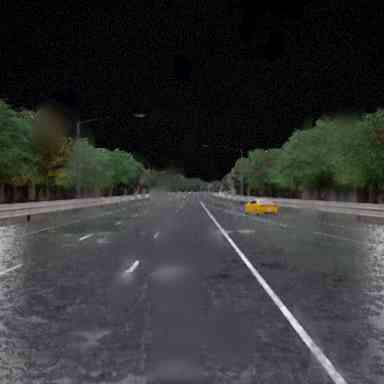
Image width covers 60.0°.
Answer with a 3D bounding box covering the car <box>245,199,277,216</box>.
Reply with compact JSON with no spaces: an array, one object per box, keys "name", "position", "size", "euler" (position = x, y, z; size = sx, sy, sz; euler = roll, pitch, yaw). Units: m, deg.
[{"name":"car","position":[6.591,1.451,32.275],"size":[1.882,1.535,5.008],"euler":[0,0,-8]}]
